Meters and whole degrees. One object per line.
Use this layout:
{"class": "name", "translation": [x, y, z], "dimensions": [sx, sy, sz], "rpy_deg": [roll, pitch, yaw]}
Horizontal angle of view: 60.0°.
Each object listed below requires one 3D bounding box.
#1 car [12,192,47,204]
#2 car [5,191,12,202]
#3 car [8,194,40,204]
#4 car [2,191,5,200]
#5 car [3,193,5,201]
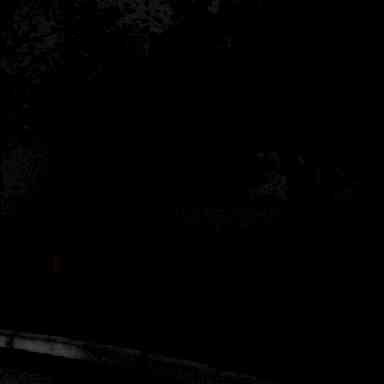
{"class": "car", "translation": [-26.226, 1.108, 54.177], "dimensions": [4.553, 1.767, 2.185], "rpy_deg": [-2, 2, -34]}
{"class": "car", "translation": [-29.436, 0.985, 58.983], "dimensions": [5.566, 2.045, 2.435], "rpy_deg": [-2, 1, -34]}
{"class": "car", "translation": [-30.915, 1.234, 61.243], "dimensions": [4.892, 1.521, 2.231], "rpy_deg": [-2, 1, -34]}
{"class": "car", "translation": [-35.671, 1.218, 68.252], "dimensions": [5.008, 1.535, 2.097], "rpy_deg": [-2, 1, -34]}
{"class": "car", "translation": [-34.089, 1.225, 65.913], "dimensions": [4.892, 1.521, 2.231], "rpy_deg": [-2, 1, -34]}
